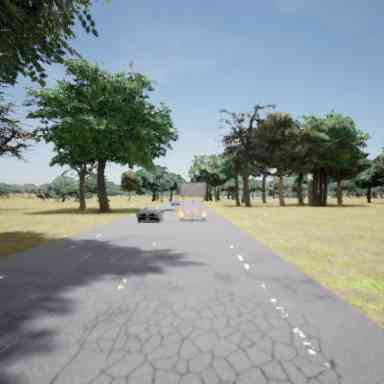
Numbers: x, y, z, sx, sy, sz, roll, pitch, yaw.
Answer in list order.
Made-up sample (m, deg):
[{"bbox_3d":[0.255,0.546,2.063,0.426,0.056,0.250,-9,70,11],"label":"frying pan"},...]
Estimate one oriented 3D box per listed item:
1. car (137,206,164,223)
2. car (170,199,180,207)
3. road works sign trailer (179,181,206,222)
[{"bbox_3d":[-3.601,1.924,29.100,1.895,1.301,4.718,0,-1,0],"label":"car"},{"bbox_3d":[-3.510,2.305,70.952,1.882,1.535,5.008,0,-1,0],"label":"car"},{"bbox_3d":[0.083,0.801,30.324,2.380,3.560,2.880,0,-1,0],"label":"road works sign trailer"}]
